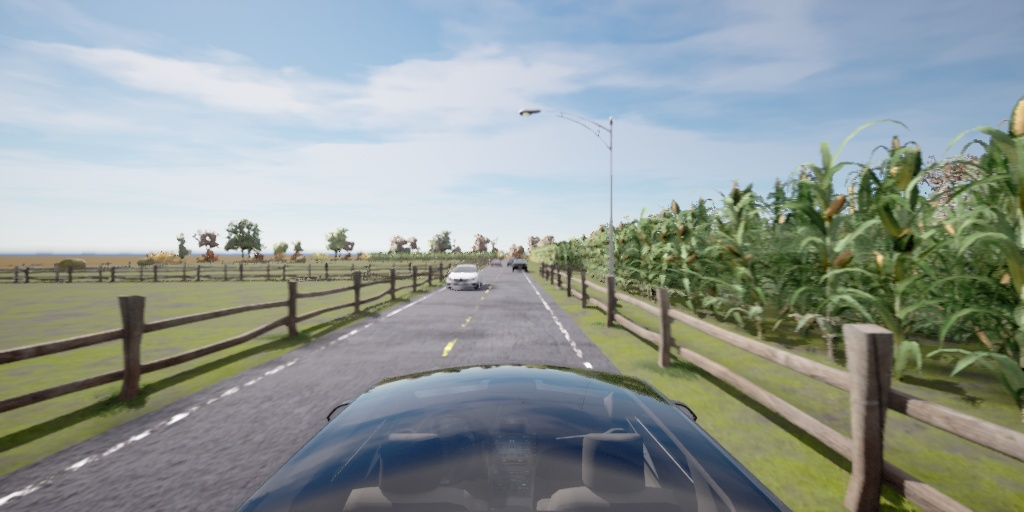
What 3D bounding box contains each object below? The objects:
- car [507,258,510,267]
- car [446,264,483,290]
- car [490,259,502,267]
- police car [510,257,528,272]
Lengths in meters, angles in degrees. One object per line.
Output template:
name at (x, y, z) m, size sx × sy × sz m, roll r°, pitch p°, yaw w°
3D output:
car at (0.018, 1.188, 63.642) m, size 2.128 × 1.511 × 4.902 m, roll 0°, pitch 0°, yaw 0°
car at (-2.842, 1.255, 22.285) m, size 1.812 × 1.442 × 4.674 m, roll 0°, pitch 0°, yaw 0°
car at (-2.765, 1.219, 62.823) m, size 1.812 × 1.442 × 4.674 m, roll 0°, pitch 0°, yaw 1°
police car at (0.975, 1.135, 45.195) m, size 1.930 × 1.638 × 5.238 m, roll 0°, pitch 0°, yaw 0°
